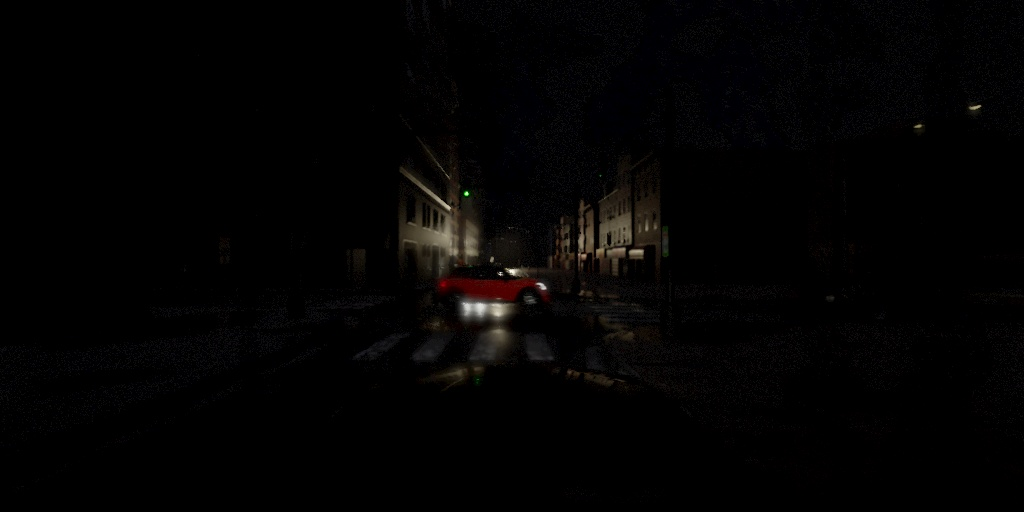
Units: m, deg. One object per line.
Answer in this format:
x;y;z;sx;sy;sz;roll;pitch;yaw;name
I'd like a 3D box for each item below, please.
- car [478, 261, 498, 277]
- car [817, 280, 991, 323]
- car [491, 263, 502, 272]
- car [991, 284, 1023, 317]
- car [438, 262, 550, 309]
-2.845;1.533;43.501;2.097;1.767;4.553;0;-1;0;car
13.214;1.532;12.543;4.313;1.339;1.948;0;0;0;car
-2.752;2.020;64.184;1.837;1.490;4.892;0;-1;0;car
19.007;1.536;12.556;4.829;1.417;1.751;0;0;0;car
-0.706;1.208;15.142;4.553;1.767;2.097;0;0;0;car
